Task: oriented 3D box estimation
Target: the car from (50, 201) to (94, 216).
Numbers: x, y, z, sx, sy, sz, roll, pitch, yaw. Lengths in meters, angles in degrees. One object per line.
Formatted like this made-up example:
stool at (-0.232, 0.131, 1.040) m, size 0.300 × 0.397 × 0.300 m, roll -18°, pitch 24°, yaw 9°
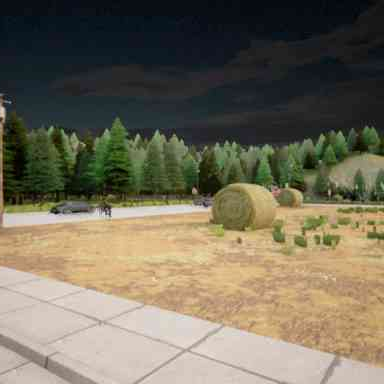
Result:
car at (-11.873, 1.578, 33.155) m, size 1.994 × 1.385 × 4.181 m, roll 0°, pitch 0°, yaw 36°

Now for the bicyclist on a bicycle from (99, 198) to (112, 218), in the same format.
bicyclist on a bicycle at (-7.067, 1.318, 27.067) m, size 1.656 × 1.620 × 0.582 m, roll 0°, pitch 0°, yaw 36°

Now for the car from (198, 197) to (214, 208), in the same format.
car at (3.480, 1.508, 47.815) m, size 2.128 × 1.511 × 4.902 m, roll 0°, pitch 0°, yaw 37°

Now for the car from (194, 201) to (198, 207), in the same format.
car at (2.273, 1.540, 52.180) m, size 1.812 × 1.442 × 4.674 m, roll 0°, pitch 0°, yaw 37°
